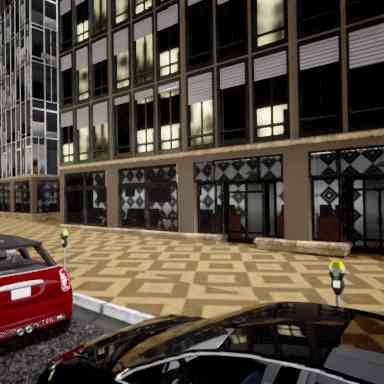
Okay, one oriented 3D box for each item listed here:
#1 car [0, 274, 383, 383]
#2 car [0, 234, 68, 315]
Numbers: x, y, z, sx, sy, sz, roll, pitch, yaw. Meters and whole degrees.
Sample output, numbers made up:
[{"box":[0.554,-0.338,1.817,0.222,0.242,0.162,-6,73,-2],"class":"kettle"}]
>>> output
[{"box":[0.642,1.566,2.454,4.313,1.339,1.947,0,-1,36],"class":"car"},{"box":[-3.933,1.441,5.833,4.097,1.590,1.967,0,-1,37],"class":"car"}]
